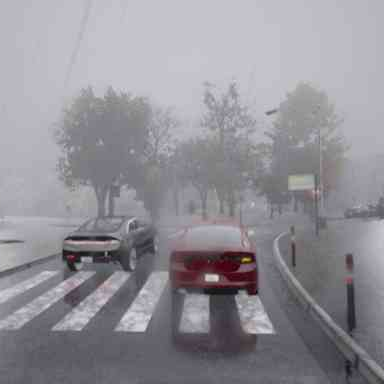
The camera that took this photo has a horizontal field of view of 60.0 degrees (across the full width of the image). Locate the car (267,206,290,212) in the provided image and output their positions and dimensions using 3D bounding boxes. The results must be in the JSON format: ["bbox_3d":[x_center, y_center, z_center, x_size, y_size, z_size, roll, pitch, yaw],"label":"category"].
[{"bbox_3d":[18.908,3.802,72.951,4.892,1.490,1.837,-3,-5,37],"label":"car"}]

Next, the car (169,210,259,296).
[{"bbox_3d":[0.629,1.459,8.721,1.882,1.535,5.008,-1,0,6],"label":"car"}]

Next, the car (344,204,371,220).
[{"bbox_3d":[16.360,1.883,31.789,4.674,1.442,1.812,-1,-3,-36],"label":"car"}]

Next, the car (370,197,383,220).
[{"bbox_3d":[18.436,1.375,29.252,5.566,2.045,2.150,0,-3,-35],"label":"car"}]

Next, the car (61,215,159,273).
[{"bbox_3d":[-2.371,1.507,10.818,2.128,1.511,4.902,-1,0,7],"label":"car"}]
